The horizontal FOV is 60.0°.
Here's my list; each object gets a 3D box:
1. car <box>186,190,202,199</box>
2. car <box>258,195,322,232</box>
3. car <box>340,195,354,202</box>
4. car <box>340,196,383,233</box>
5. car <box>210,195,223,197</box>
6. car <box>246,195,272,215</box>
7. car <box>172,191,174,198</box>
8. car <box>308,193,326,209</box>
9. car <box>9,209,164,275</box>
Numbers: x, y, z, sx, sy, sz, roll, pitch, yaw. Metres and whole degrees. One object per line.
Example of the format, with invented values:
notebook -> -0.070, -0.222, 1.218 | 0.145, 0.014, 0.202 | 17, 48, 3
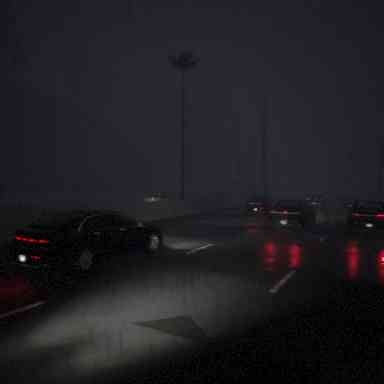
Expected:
car -> 0.227, 0.394, 52.573 | 1.994, 1.385, 4.181 | 1, 1, 17
car -> 5.340, 1.148, 17.541 | 2.128, 1.511, 4.902 | 1, 1, 27
car -> 16.569, 0.989, 34.701 | 1.895, 1.301, 4.718 | 1, 1, 20
car -> 8.814, 1.202, 16.669 | 2.128, 1.511, 4.902 | 1, 1, 26
car -> 3.989, 0.408, 52.846 | 2.033, 1.411, 5.357 | 1, 1, 17
car -> 5.617, 0.969, 26.362 | 1.837, 1.490, 4.892 | 1, 1, 24
car -> -3.565, 0.404, 52.062 | 1.895, 1.301, 4.718 | 1, 1, 17
car -> 12.710, 0.848, 34.414 | 2.128, 1.511, 4.902 | 1, 1, 21
car -> -2.728, 1.252, 9.811 | 1.837, 1.490, 4.892 | 1, 2, 30
